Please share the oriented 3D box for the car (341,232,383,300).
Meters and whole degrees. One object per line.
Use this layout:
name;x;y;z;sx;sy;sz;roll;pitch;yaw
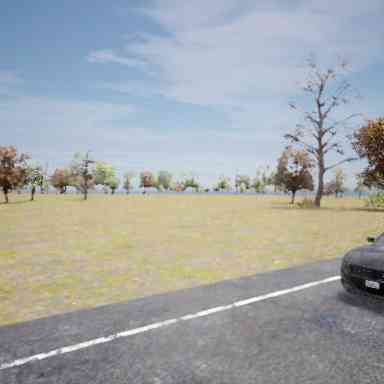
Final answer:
car;5.466;1.486;7.774;5.008;1.535;1.882;0;0;-36
